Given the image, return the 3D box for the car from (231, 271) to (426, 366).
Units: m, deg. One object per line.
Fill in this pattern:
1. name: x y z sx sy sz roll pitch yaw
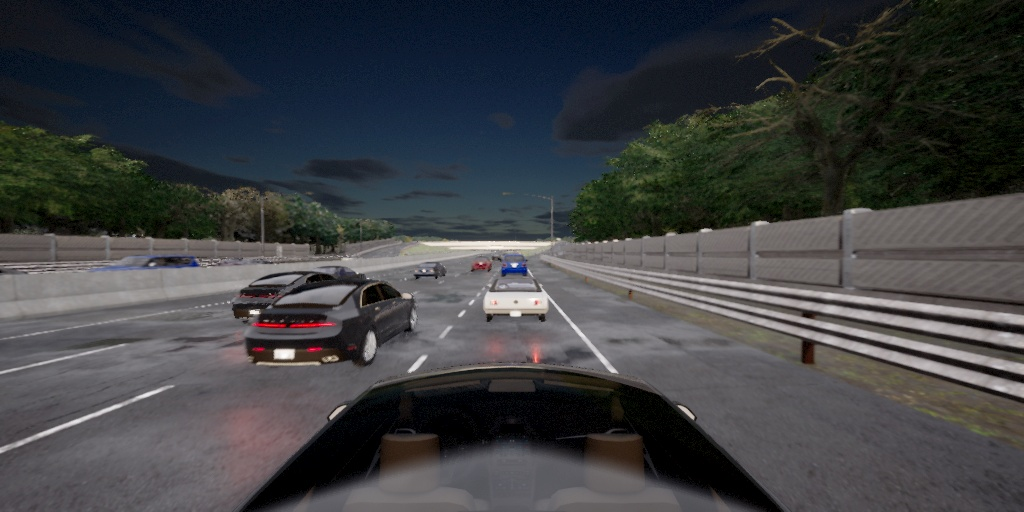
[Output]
1. car: -3.493 1.258 7.926 1.837 1.490 4.892 0 0 0

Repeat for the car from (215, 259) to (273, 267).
1. car: -24.480 1.078 33.583 2.128 1.511 4.902 0 1 0

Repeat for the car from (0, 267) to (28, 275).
1. car: -28.065 1.242 18.111 1.837 1.490 4.892 0 0 0

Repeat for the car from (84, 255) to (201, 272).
1. car: -21.058 0.946 20.754 2.150 2.045 5.566 0 0 0

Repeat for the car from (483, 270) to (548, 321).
1. car: 0.116 1.352 12.411 1.895 1.301 4.718 0 0 0

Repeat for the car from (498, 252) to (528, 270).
1. car: 0.195 0.845 30.893 2.150 2.045 5.566 0 1 0

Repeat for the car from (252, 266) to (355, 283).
1. car: -6.884 1.256 12.009 1.837 1.490 4.892 0 0 0

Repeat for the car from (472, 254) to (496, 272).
1. car: -3.333 0.812 40.923 2.097 1.767 4.553 0 1 0

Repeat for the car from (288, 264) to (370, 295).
1. car: -10.362 1.269 20.860 2.033 1.411 5.357 0 0 0

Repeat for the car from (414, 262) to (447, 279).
1. car: -6.808 1.179 30.290 2.033 1.411 5.357 0 1 0
